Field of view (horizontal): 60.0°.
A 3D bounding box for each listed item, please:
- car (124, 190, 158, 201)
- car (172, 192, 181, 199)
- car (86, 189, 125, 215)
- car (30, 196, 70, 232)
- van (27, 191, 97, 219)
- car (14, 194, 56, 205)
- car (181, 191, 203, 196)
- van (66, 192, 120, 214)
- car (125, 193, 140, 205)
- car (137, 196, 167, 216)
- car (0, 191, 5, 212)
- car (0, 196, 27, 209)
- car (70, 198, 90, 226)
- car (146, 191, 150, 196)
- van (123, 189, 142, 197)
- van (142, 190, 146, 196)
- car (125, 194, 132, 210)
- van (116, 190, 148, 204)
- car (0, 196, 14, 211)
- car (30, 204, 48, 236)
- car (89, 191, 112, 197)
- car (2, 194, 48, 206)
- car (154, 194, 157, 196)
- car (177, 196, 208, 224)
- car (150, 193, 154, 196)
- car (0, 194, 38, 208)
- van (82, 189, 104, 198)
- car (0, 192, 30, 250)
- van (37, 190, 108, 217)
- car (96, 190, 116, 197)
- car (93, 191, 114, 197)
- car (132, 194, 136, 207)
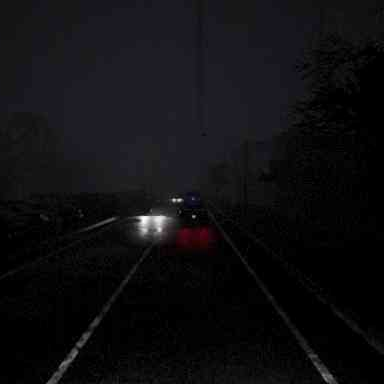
[{"bbox_3d":[-8.933,0.600,58.813,5.566,2.045,2.435,0,1,0],"label":"car"},{"bbox_3d":[-3.220,0.688,71.302,2.128,1.511,4.902,0,1,0],"label":"car"},{"bbox_3d":[-8.904,1.006,27.973,5.566,2.045,2.435,0,0,0],"label":"car"},{"bbox_3d":[-8.953,1.218,16.760,4.553,1.767,2.185,0,0,0],"label":"car"},{"bbox_3d":[-9.043,1.075,22.365,4.442,1.987,1.878,0,0,0],"label":"van"},{"bbox_3d":[-22.023,1.040,46.834,4.892,1.521,2.231,0,1,0],"label":"car"},{"bbox_3d":[0.121,0.836,40.492,2.150,2.045,5.566,0,1,0],"label":"car"},{"bbox_3d":[-9.051,1.009,30.773,4.442,1.987,1.878,0,1,0],"label":"van"},{"bbox_3d":[-8.972,1.175,39.194,4.792,1.488,2.163,0,1,0],"label":"car"},{"bbox_3d":[-3.334,1.305,29.304,1.994,1.385,4.181,0,1,0],"label":"car"},{"bbox_3d":[-21.988,0.963,32.948,5.566,2.045,2.435,0,1,0],"label":"car"},{"bbox_3d":[-21.992,1.186,38.509,4.792,1.488,2.163,0,1,0],"label":"car"},{"bbox_3d":[-8.918,1.323,19.564,4.892,1.521,2.231,0,0,0],"label":"car"},{"bbox_3d":[-8.945,1.026,47.605,5.008,1.535,2.097,0,1,0],"label":"car"},{"bbox_3d":[-9.062,0.881,41.993,4.442,1.987,1.878,0,1,0],"label":"van"},{"bbox_3d":[-8.831,0.843,44.795,4.442,1.987,1.878,0,1,0],"label":"van"},{"bbox_3d":[-8.944,1.208,33.583,4.892,1.521,2.231,0,1,0],"label":"car"},{"bbox_3d":[-9.070,0.756,50.404,4.442,1.987,1.878,0,1,0],"label":"van"},{"bbox_3d":[-22.048,1.215,35.725,4.792,1.488,2.163,0,1,0],"label":"car"},{"bbox_3d":[-8.916,1.406,13.958,4.674,1.452,2.002,0,0,0],"label":"car"},{"bbox_3d":[-22.055,0.519,80.137,5.008,1.535,2.097,0,1,0],"label":"car"},{"bbox_3d":[-22.021,1.079,44.057,5.008,1.535,2.097,0,1,0],"label":"car"},{"bbox_3d":[-8.773,0.891,56.014,5.366,1.575,1.946,0,1,0],"label":"car"},{"bbox_3d":[0.109,1.296,23.066,2.128,1.511,4.902,0,1,0],"label":"car"},{"bbox_3d":[-8.958,0.978,53.211,4.674,1.452,2.002,0,1,0],"label":"car"},{"bbox_3d":[-22.209,1.115,41.280,5.366,1.575,1.946,0,1,0],"label":"car"},{"bbox_3d":[-22.172,0.380,74.582,4.442,1.987,1.878,0,1,0],"label":"van"},{"bbox_3d":[-8.888,1.136,11.152,5.566,2.045,2.435,0,0,0],"label":"car"},{"bbox_3d":[-9.046,1.053,25.169,4.442,1.987,1.878,0,0,0],"label":"van"},{"bbox_3d":[-22.097,0.309,85.685,4.553,1.767,2.185,0,1,0],"label":"car"},{"bbox_3d":[-22.061,0.517,82.913,4.674,1.452,2.002,0,1,0],"label":"car"},{"bbox_3d":[-8.937,1.218,36.386,4.674,1.452,2.002,0,1,0],"label":"car"}]
